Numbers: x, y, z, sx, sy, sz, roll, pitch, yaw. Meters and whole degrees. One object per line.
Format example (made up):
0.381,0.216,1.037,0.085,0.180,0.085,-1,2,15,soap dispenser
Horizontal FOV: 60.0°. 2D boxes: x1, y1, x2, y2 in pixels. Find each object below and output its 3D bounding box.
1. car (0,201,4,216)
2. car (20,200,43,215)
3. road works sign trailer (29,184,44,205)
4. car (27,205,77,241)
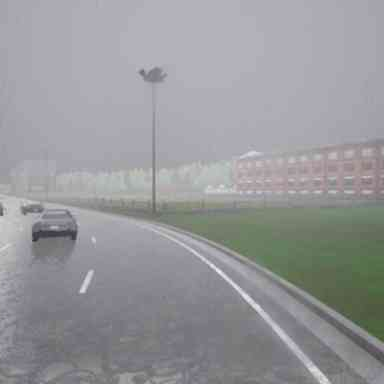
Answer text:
-19.469,1.367,32.314,2.097,1.767,4.553,0,0,-31,car
-15.945,1.519,33.326,1.812,1.442,4.674,0,0,-31,car
-27.844,0.449,59.599,2.380,3.560,2.880,0,0,-31,road works sign trailer
-6.882,1.554,16.816,1.994,1.385,4.181,0,0,-21,car
